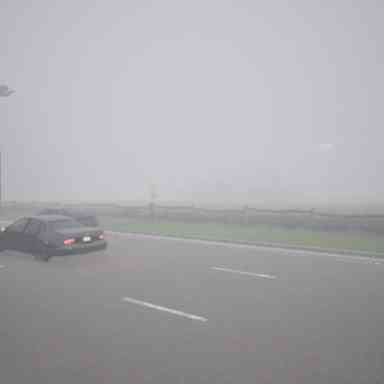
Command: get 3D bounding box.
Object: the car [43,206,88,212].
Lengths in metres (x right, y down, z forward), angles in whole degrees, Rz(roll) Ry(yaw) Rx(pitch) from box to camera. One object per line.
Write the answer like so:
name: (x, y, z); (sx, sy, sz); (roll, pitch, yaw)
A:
car: (-7.038, 1.526, 17.607); (4.892, 1.490, 1.837); (0, 0, 36)

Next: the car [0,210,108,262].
car: (-5.423, 1.562, 12.156); (5.357, 1.411, 2.033); (0, 0, 36)
